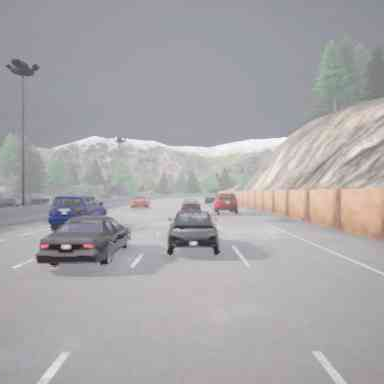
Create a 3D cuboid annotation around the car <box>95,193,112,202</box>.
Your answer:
[{"bbox_3d":[-17.853,1.145,67.376,2.097,1.767,4.553,0,0,0],"label":"car"}]

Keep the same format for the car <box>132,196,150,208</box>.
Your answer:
[{"bbox_3d":[-7.141,1.315,46.849,2.097,1.767,4.553,0,0,0],"label":"car"}]

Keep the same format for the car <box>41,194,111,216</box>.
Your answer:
[{"bbox_3d":[-7.003,1.214,20.878,2.150,2.045,5.566,0,0,0],"label":"car"}]

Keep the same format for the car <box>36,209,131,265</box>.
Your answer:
[{"bbox_3d":[-3.445,1.542,11.572,2.033,1.411,5.357,0,0,0],"label":"car"}]

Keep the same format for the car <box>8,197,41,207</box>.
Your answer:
[{"bbox_3d":[-21.291,1.541,43.562,2.033,1.411,5.357,0,0,0],"label":"car"}]

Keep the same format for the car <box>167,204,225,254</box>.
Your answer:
[{"bbox_3d":[0.040,1.479,13.401,2.128,1.511,4.902,0,0,0],"label":"car"}]

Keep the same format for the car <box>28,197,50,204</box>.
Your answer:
[{"bbox_3d":[-28.323,1.555,61.588,1.895,1.301,4.718,0,0,0],"label":"car"}]

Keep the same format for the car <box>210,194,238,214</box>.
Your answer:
[{"bbox_3d":[3.420,1.176,34.689,2.150,2.045,5.566,0,0,0],"label":"car"}]

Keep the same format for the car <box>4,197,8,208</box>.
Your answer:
[{"bbox_3d":[-24.788,1.504,43.654,1.837,1.490,4.892,0,0,0],"label":"car"}]

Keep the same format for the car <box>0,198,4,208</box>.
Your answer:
[{"bbox_3d":[-17.719,1.227,26.335,2.150,2.045,5.566,0,0,0],"label":"car"}]

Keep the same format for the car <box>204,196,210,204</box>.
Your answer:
[{"bbox_3d":[3.282,1.408,60.870,1.882,1.535,5.008,0,0,0],"label":"car"}]

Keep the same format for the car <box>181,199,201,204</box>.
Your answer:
[{"bbox_3d":[-0.070,1.442,33.736,1.882,1.535,5.008,0,0,0],"label":"car"}]
